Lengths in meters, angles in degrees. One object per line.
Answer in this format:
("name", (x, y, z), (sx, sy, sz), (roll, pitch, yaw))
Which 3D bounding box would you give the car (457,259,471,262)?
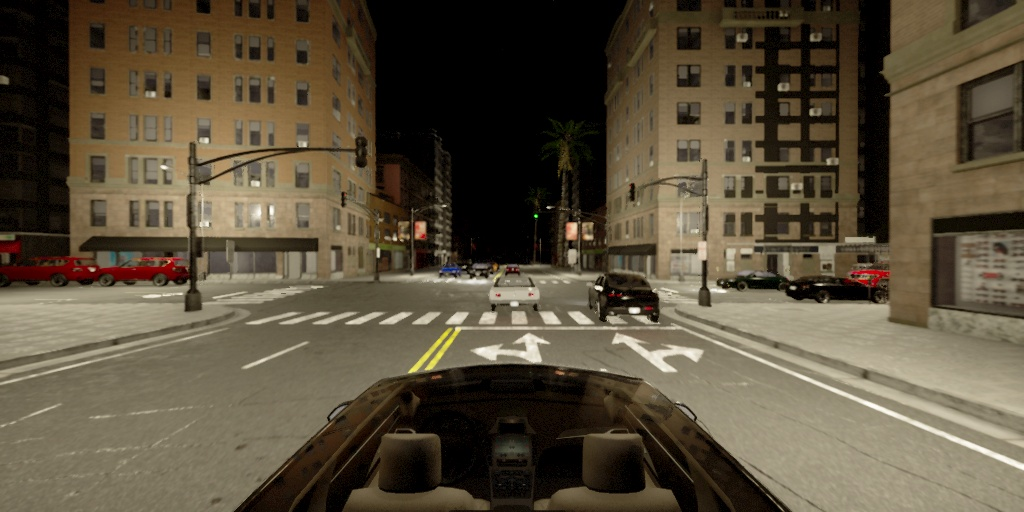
("car", (-6.567, 1.385, 48.543), (2.150, 2.045, 5.566), (0, 0, 0))

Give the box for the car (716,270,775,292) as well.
("car", (16.055, 1.625, 23.991), (4.181, 1.385, 1.994), (0, 0, 0))

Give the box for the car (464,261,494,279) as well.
("car", (-3.348, 1.559, 37.525), (2.128, 1.511, 4.902), (0, -1, 0))

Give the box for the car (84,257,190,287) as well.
("car", (-23.897, 1.034, 23.530), (5.009, 1.841, 2.192), (0, 0, -9))

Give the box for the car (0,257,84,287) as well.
("car", (-29.343, 0.985, 22.708), (5.009, 1.841, 2.192), (0, 0, -9))

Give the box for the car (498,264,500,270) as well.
("car", (-3.255, 1.708, 56.771), (1.882, 1.535, 5.008), (0, 0, 0))

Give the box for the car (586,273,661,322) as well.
("car", (3.840, 1.359, 12.857), (1.837, 1.490, 4.892), (0, -1, 6))

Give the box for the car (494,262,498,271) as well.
("car", (-3.323, 1.700, 47.268), (2.033, 1.411, 5.357), (0, 0, 0))

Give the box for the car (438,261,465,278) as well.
("car", (-6.589, 1.605, 38.833), (1.812, 1.442, 4.674), (0, -1, 1))

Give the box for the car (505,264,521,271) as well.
("car", (0.095, 1.678, 44.751), (2.033, 1.411, 5.357), (0, -1, 0))

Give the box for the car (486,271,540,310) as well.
("car", (0.091, 1.483, 15.389), (1.895, 1.301, 4.718), (0, 0, 0))

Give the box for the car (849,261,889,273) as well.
("car", (25.558, 1.356, 23.937), (5.566, 2.045, 2.150), (0, 0, 0))

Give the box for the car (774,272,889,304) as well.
("car", (16.206, 1.660, 18.036), (4.313, 1.339, 1.948), (0, 0, 0))
